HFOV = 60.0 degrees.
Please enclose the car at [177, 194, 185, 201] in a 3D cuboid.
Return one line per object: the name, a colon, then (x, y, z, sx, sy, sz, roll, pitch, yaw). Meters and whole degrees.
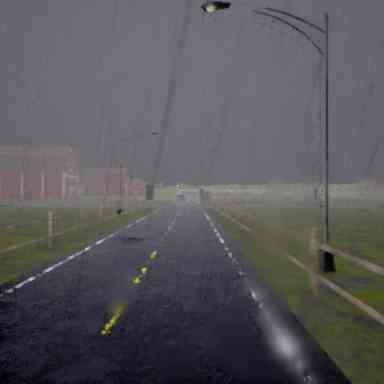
car: (-2.747, 1.352, 84.761, 2.097, 1.767, 4.553, 0, 0, 0)
